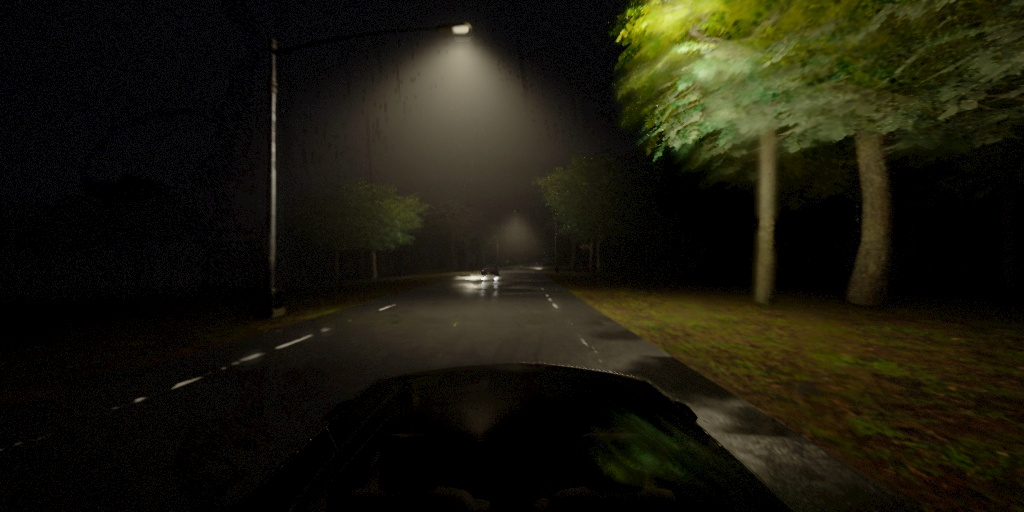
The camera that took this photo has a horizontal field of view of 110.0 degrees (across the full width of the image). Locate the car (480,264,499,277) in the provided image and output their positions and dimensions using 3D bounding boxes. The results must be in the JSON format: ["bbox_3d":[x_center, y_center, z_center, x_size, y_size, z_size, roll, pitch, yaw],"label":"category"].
[{"bbox_3d":[-2.589,1.703,43.335,1.812,1.442,4.674,0,-1,3],"label":"car"}]
